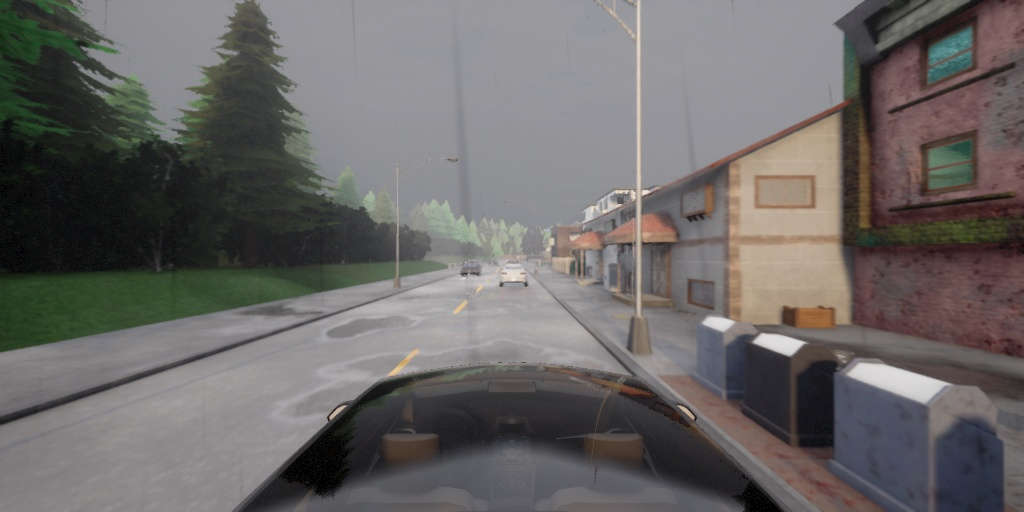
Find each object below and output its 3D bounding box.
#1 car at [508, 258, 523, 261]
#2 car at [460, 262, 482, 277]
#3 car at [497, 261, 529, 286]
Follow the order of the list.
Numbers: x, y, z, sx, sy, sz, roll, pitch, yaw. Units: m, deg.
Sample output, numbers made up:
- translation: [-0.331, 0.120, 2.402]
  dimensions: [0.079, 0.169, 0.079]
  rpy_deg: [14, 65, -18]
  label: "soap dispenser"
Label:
- translation: [0.101, 1.326, 49.849]
  dimensions: [2.128, 1.511, 4.902]
  rpy_deg: [0, 0, 0]
  label: "car"
- translation: [-4.087, 1.359, 36.669]
  dimensions: [2.033, 1.411, 5.357]
  rpy_deg: [0, 0, 0]
  label: "car"
- translation: [0.108, 1.317, 25.649]
  dimensions: [1.812, 1.442, 4.674]
  rpy_deg: [0, 0, 0]
  label: "car"
